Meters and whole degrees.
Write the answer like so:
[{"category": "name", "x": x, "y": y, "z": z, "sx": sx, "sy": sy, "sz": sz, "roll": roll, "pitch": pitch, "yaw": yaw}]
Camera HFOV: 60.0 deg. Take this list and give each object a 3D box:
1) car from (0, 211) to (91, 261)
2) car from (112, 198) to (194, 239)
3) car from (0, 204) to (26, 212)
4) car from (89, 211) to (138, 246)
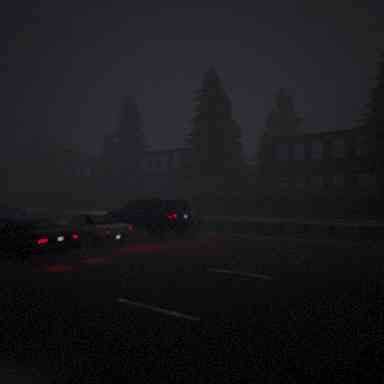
[{"category": "car", "x": -6.539, "y": 1.679, "z": 12.847, "sx": 5.357, "sy": 1.411, "sz": 2.033, "roll": -1, "pitch": 0, "yaw": 36}, {"category": "car", "x": -2.504, "y": 1.356, "z": 18.564, "sx": 5.566, "sy": 2.045, "sz": 2.150, "roll": 0, "pitch": 0, "yaw": 36}, {"category": "car", "x": -16.065, "y": 1.781, "z": 28.250, "sx": 5.008, "sy": 1.535, "sz": 1.882, "roll": 0, "pitch": 0, "yaw": 36}, {"category": "car", "x": -5.080, "y": 1.739, "z": 16.111, "sx": 4.718, "sy": 1.301, "sz": 1.895, "roll": -1, "pitch": 0, "yaw": 36}]
